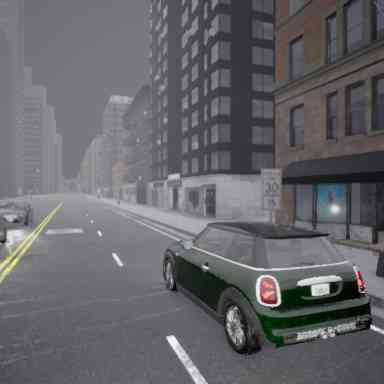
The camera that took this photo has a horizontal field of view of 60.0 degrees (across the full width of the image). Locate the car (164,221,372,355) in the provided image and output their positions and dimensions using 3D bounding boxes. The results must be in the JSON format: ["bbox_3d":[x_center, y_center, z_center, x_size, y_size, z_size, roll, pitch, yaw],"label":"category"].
[{"bbox_3d":[0.967,1.342,6.479,2.097,1.767,4.553,0,0,-21],"label":"car"}]

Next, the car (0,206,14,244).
[{"bbox_3d":[-8.464,1.512,12.950,1.812,1.442,4.674,0,0,-20],"label":"car"}]

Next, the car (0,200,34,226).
[{"bbox_3d":[-12.064,1.466,22.897,2.128,1.511,4.902,0,0,-20],"label":"car"}]

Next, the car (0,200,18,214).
[{"bbox_3d":[-19.951,1.569,35.362,1.895,1.301,4.718,0,0,-20],"label":"car"}]
